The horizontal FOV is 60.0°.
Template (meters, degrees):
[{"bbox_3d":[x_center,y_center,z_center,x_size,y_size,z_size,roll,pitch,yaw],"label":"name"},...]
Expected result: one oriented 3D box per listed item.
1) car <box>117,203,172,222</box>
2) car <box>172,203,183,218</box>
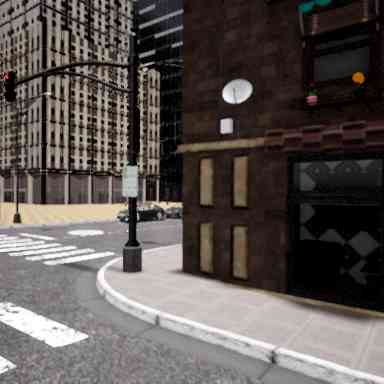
[{"bbox_3d":[-3.980,1.588,26.284,2.008,1.369,4.403,0,-1,35],"label":"car"},{"bbox_3d":[-0.771,1.669,30.836,2.008,1.369,4.403,0,-1,35],"label":"car"}]
